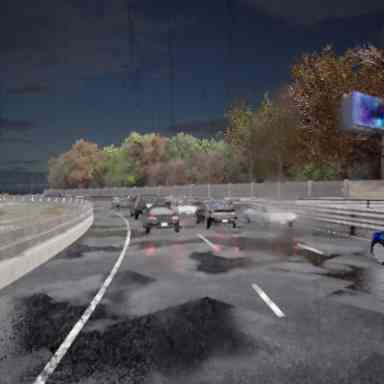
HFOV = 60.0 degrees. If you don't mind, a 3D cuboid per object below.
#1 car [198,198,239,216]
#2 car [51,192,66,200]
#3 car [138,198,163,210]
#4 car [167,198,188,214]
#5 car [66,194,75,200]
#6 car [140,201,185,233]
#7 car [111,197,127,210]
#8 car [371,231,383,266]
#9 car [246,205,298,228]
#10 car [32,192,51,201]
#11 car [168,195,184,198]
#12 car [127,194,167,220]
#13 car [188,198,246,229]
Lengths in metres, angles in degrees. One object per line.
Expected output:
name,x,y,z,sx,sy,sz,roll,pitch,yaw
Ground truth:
car,2.356,1.348,31.433,2.128,1.511,4.902,-1,0,-18
car,-34.430,1.030,82.463,5.566,2.045,2.150,0,0,39
car,-5.424,1.484,42.633,1.895,1.301,4.718,-1,0,-23
car,-0.981,1.491,30.366,1.895,1.301,4.718,-1,0,-18
car,-32.100,1.314,85.081,5.357,1.411,2.033,0,0,39
car,-1.828,1.468,19.087,1.812,1.442,4.674,-1,0,-11
car,-8.900,1.409,41.867,2.128,1.511,4.902,-1,0,-23
car,6.530,1.386,8.222,1.882,1.535,5.008,-1,0,-4
car,4.858,1.473,21.410,1.895,1.301,4.718,-1,0,-11
car,-36.685,1.191,79.792,4.553,1.767,2.097,0,0,39
car,-2.313,1.200,44.248,2.097,1.767,4.553,-1,0,-23
car,-3.952,1.149,28.152,2.150,2.045,5.566,-1,0,-16
car,1.388,1.397,20.928,2.128,1.511,4.902,-1,0,-11
